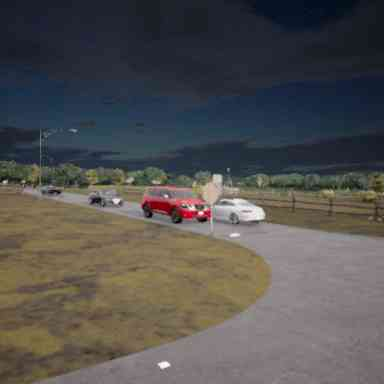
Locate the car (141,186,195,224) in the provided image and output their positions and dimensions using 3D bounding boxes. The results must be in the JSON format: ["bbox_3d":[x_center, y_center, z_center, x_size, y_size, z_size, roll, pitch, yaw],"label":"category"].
[{"bbox_3d":[-1.110,0.707,20.590,2.150,2.045,5.566,0,2,-36],"label":"car"}]

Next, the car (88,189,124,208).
[{"bbox_3d":[-7.723,0.515,29.738,2.128,1.511,4.902,0,2,-36],"label":"car"}]

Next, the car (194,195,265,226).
[{"bbox_3d":[2.383,1.124,20.244,1.812,1.442,4.674,0,2,-34],"label":"car"}]

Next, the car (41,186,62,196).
[{"bbox_3d":[-19.474,-0.175,46.118,1.895,1.301,4.718,0,2,-35],"label":"car"}]
